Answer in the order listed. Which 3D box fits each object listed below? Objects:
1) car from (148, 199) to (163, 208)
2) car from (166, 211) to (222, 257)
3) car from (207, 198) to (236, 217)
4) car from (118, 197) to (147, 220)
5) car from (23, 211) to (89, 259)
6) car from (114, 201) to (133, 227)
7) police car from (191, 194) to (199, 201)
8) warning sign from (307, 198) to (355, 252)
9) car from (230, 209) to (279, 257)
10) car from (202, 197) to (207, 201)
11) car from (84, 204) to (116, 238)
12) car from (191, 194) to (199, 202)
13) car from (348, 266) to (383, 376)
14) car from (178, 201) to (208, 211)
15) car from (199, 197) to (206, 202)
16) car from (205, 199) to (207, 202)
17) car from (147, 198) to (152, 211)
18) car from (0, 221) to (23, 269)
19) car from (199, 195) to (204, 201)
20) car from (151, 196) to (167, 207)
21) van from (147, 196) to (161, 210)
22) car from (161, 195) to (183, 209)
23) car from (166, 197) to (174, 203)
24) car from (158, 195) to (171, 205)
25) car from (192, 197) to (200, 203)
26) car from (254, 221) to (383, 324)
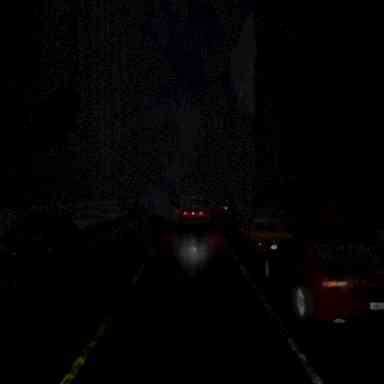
[{"bbox_3d":[-5.698,1.807,52.325,2.008,1.369,4.403,0,0,0],"label":"car"},{"bbox_3d":[0.078,1.662,13.279,1.895,1.301,4.718,0,0,1],"label":"car"},{"bbox_3d":[2.797,1.454,29.759,2.192,1.841,5.009,0,0,0],"label":"car"},{"bbox_3d":[-5.728,1.455,29.763,2.192,1.841,5.009,0,0,0],"label":"car"},{"bbox_3d":[-5.750,1.625,12.840,1.947,1.339,4.313,0,0,0],"label":"car"},{"bbox_3d":[-5.735,1.637,23.952,1.752,1.417,4.829,0,0,0],"label":"car"},{"bbox_3d":[0.945,1.820,77.370,1.930,1.638,5.238,0,0,-1],"label":"police car"},{"bbox_3d":[5.085,1.171,12.262,1.300,1.860,1.060,0,0,0],"label":"warning sign"},{"bbox_3d":[2.775,1.585,13.007,1.752,1.417,4.829,0,0,0],"label":"car"},{"bbox_3d":[2.820,1.776,46.679,2.008,1.369,4.403,0,0,0],"label":"car"},{"bbox_3d":[-5.743,1.610,18.311,1.752,1.417,4.829,0,0,0],"label":"car"},{"bbox_3d":[0.824,1.705,93.278,2.150,2.045,5.566,0,0,-1],"label":"car"},{"bbox_3d":[2.760,1.552,1.556,1.887,1.381,4.507,0,0,0],"label":"car"},{"bbox_3d":[0.100,1.733,28.316,1.895,1.301,4.718,0,0,1],"label":"car"},{"bbox_3d":[2.881,2.020,91.803,1.887,1.381,4.507,0,0,0],"label":"car"},{"bbox_3d":[2.805,1.718,35.398,2.008,1.369,4.403,0,0,0],"label":"car"},{"bbox_3d":[-5.720,1.693,35.233,1.752,1.417,4.829,0,0,0],"label":"car"},{"bbox_3d":[-5.758,1.558,7.030,1.752,1.417,4.829,0,0,0],"label":"car"},{"bbox_3d":[2.842,1.758,63.600,1.967,1.590,4.097,0,0,0],"label":"car"},{"bbox_3d":[-5.691,1.602,57.966,2.192,1.841,5.009,0,0,0],"label":"car"},{"bbox_3d":[-5.706,1.567,46.685,1.690,1.788,3.998,0,0,0],"label":"van"},{"bbox_3d":[-3.015,1.472,51.294,2.150,2.045,5.566,0,0,0],"label":"car"},{"bbox_3d":[-5.652,2.010,86.169,1.947,1.339,4.313,0,0,0],"label":"car"},{"bbox_3d":[-5.676,1.665,69.248,2.192,1.841,5.009,0,0,0],"label":"car"},{"bbox_3d":[1.015,1.976,87.268,1.812,1.442,4.674,0,0,0],"label":"car"},{"bbox_3d":[2.768,1.578,7.196,1.887,1.381,4.507,0,0,0],"label":"car"}]
